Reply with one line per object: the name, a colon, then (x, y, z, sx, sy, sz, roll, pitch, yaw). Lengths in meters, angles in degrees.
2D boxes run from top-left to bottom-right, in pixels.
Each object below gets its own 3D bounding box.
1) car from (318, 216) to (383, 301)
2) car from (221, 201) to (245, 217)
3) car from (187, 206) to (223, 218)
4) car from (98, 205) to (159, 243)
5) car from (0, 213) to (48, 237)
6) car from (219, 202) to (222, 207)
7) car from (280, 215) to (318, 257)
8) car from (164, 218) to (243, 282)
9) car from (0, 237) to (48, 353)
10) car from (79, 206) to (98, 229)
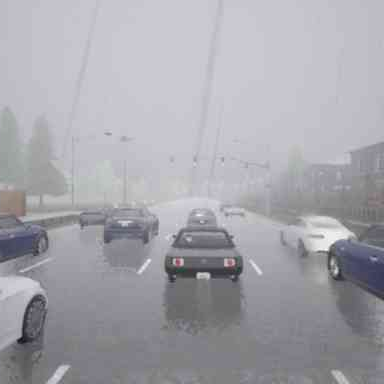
car: (4.714, 1.427, 7.317, 2.097, 1.767, 4.553, 0, -1, 2)
car: (4.456, 1.949, 35.319, 1.895, 1.301, 4.718, 0, -1, 2)
car: (0.629, 1.755, 21.099, 2.033, 1.411, 5.357, 0, -1, 2)
car: (-2.976, 1.519, 17.180, 2.097, 1.767, 4.553, 0, 0, 2)
car: (-6.641, 1.455, 11.012, 2.097, 1.767, 4.553, 0, -1, 2)
car: (4.674, 1.992, 45.215, 2.033, 1.411, 5.357, 0, -1, 2)
car: (4.875, 1.660, 13.343, 1.812, 1.442, 4.674, 0, -1, 2)
car: (0.336, 1.700, 10.043, 1.895, 1.301, 4.718, 0, -1, 2)
car: (-3.337, 1.559, 3.591, 1.812, 1.442, 4.674, 0, 0, 2)
car: (-6.314, 1.715, 23.302, 2.128, 1.511, 4.902, 0, -1, 2)
